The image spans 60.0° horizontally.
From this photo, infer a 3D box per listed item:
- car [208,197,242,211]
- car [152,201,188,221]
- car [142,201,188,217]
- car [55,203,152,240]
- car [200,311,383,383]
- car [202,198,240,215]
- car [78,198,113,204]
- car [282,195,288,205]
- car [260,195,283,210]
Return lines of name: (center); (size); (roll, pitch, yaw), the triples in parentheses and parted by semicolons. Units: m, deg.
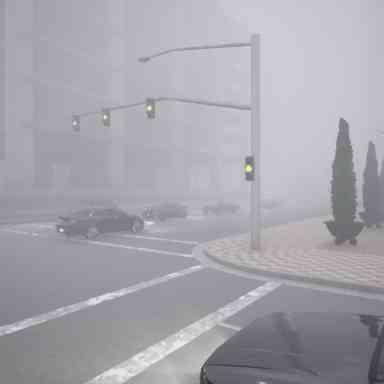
car: (4.234, 1.477, 41.824); (1.882, 1.535, 5.008); (0, 0, 36)
car: (-2.165, 1.564, 26.993); (1.994, 1.385, 4.181); (0, 0, 36)
car: (-2.518, 1.601, 32.484); (1.895, 1.301, 4.718); (0, 0, 36)
car: (-4.595, 1.505, 17.304); (1.837, 1.490, 4.892); (0, 0, 36)
car: (2.598, 1.547, 2.110); (5.357, 1.411, 2.033); (0, 0, 36)
car: (2.964, 1.601, 34.095); (1.895, 1.301, 4.718); (0, 0, 36)
car: (-7.773, 1.352, 25.206); (2.097, 1.767, 4.553); (0, 0, 36)
car: (13.643, 1.600, 54.712); (1.895, 1.301, 4.718); (0, 0, 36)
car: (9.864, 1.525, 43.624); (1.812, 1.442, 4.674); (0, 0, 36)
